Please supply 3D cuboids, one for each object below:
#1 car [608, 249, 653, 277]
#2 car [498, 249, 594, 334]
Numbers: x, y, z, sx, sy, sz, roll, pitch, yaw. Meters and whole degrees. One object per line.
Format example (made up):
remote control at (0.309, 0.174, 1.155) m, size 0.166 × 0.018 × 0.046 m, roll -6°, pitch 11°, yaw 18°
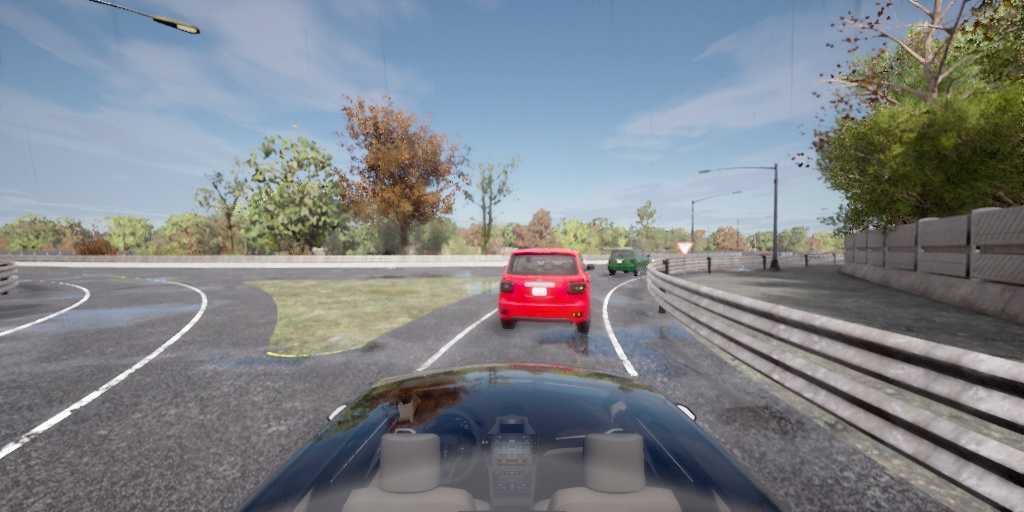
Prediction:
car at (9.363, 0.466, 28.070) m, size 2.150 × 2.045 × 5.566 m, roll 0°, pitch 1°, yaw 36°
car at (1.152, 0.805, 10.322) m, size 2.150 × 2.045 × 5.566 m, roll 0°, pitch 1°, yaw 12°
